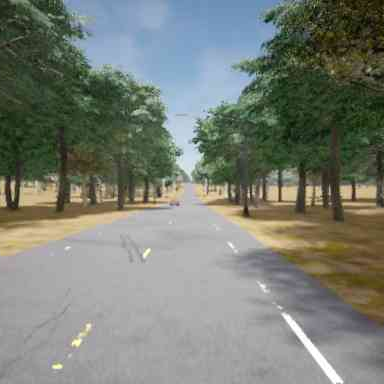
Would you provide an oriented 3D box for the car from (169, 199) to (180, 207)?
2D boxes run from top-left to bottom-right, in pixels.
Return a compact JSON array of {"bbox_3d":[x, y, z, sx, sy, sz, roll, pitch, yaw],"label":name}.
[{"bbox_3d":[-3.540,2.172,67.685,1.882,1.535,5.008,0,-1,0],"label":"car"}]
